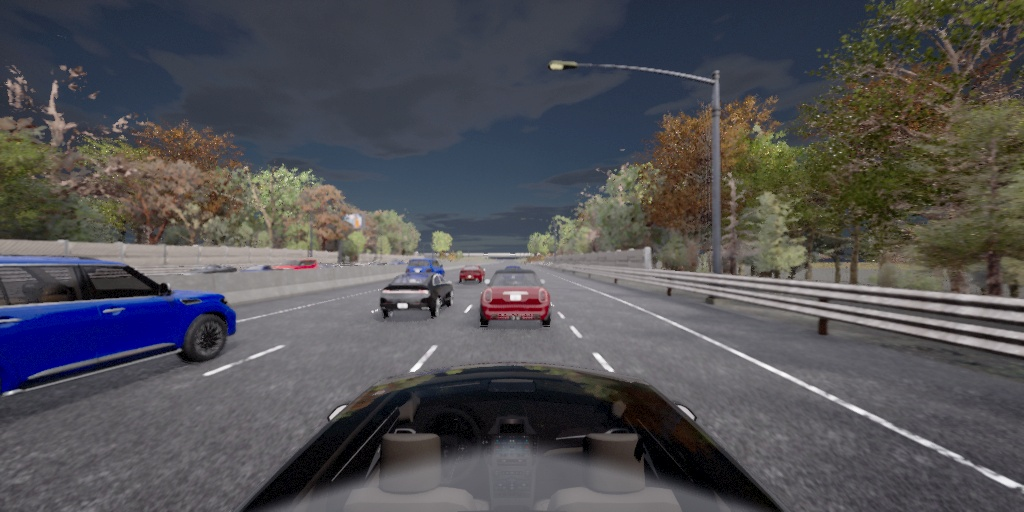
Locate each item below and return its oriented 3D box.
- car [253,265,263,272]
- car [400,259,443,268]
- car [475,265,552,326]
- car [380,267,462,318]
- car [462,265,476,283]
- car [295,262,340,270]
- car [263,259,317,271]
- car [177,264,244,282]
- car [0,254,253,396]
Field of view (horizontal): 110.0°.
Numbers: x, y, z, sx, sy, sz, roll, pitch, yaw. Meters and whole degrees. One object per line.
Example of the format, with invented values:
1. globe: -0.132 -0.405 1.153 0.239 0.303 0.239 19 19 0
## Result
1. car: -24.592 1.609 34.938 1.812 1.442 4.674 0 -1 0
2. car: -6.903 1.241 28.877 2.150 2.045 5.566 0 -1 0
3. car: 0.100 1.204 12.234 2.097 1.767 4.553 0 0 0
4. car: -3.400 1.356 13.563 2.128 1.511 4.902 0 -1 0
5. car: -3.400 1.523 31.355 1.882 1.535 5.008 0 -1 0
6. car: -17.595 1.562 33.715 2.128 1.511 4.902 0 -1 0
7. car: -21.093 1.305 35.074 2.150 2.045 5.566 0 0 0
8. car: -28.090 1.562 33.624 2.128 1.511 4.902 0 -1 0
9. car: -6.900 1.005 5.179 2.150 2.045 5.566 0 -1 0
